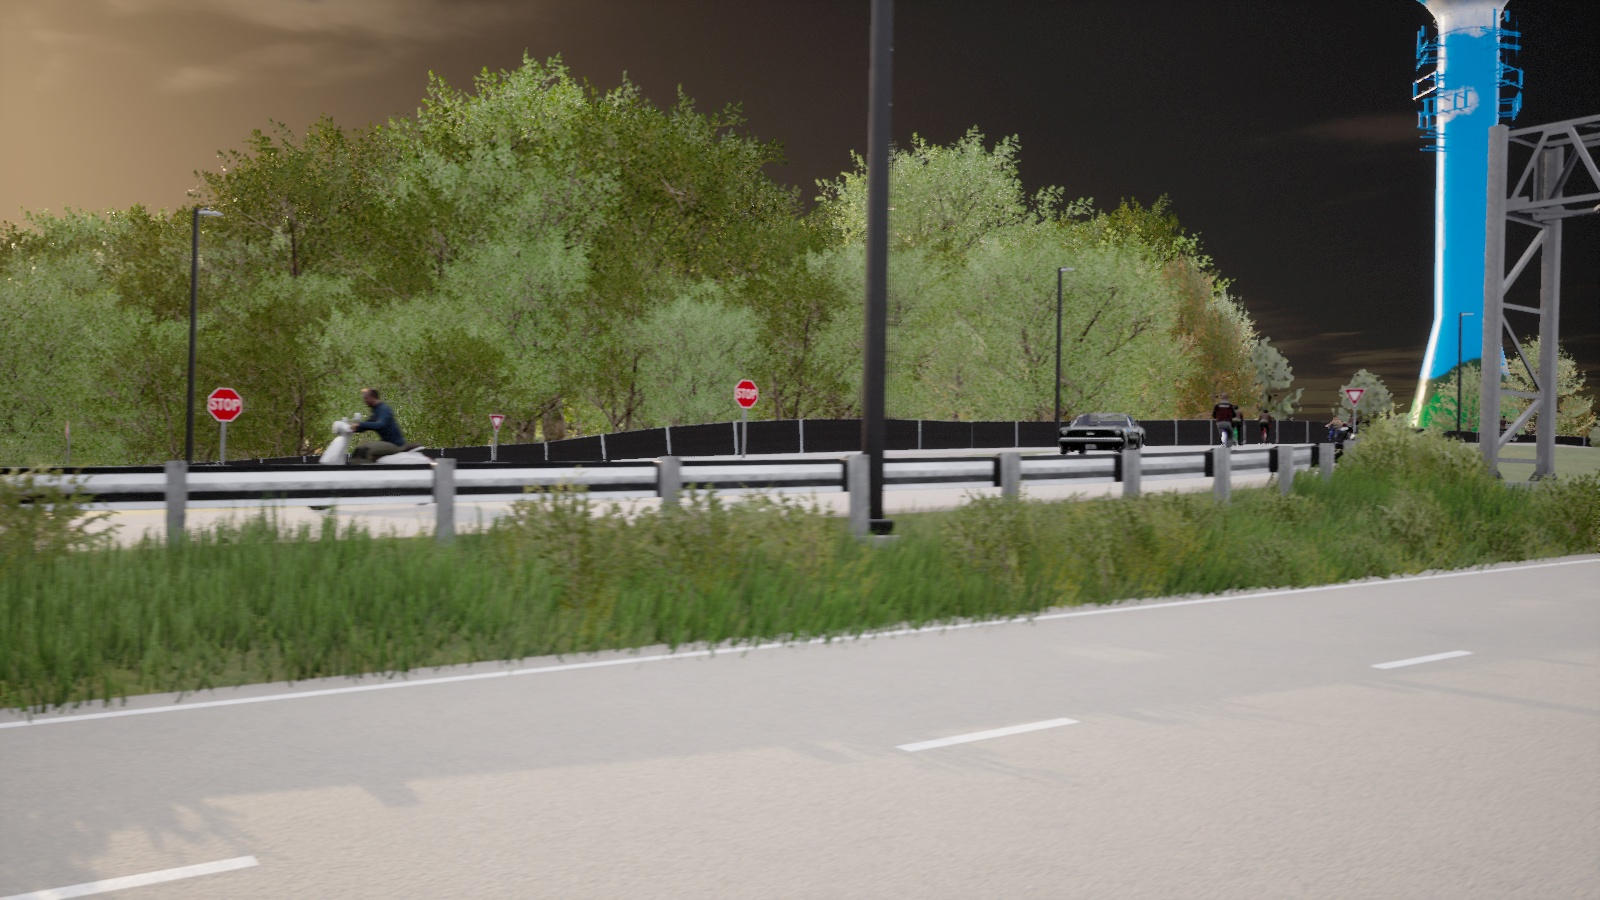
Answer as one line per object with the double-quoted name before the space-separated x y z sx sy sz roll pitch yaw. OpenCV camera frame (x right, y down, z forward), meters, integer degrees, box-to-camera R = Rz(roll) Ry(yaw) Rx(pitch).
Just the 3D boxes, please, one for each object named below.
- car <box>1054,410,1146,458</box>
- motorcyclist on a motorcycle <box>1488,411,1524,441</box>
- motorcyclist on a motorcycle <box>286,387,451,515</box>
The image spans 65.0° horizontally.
"car" 8.810 -0.471 36.593 1.895 1.301 4.718 0 1 22
"motorcyclist on a motorcycle" 40.327 -1.354 71.708 2.350 1.649 0.766 -1 0 -32
"motorcyclist on a motorcycle" -5.637 0.001 16.433 1.817 1.590 0.866 -2 0 -35
